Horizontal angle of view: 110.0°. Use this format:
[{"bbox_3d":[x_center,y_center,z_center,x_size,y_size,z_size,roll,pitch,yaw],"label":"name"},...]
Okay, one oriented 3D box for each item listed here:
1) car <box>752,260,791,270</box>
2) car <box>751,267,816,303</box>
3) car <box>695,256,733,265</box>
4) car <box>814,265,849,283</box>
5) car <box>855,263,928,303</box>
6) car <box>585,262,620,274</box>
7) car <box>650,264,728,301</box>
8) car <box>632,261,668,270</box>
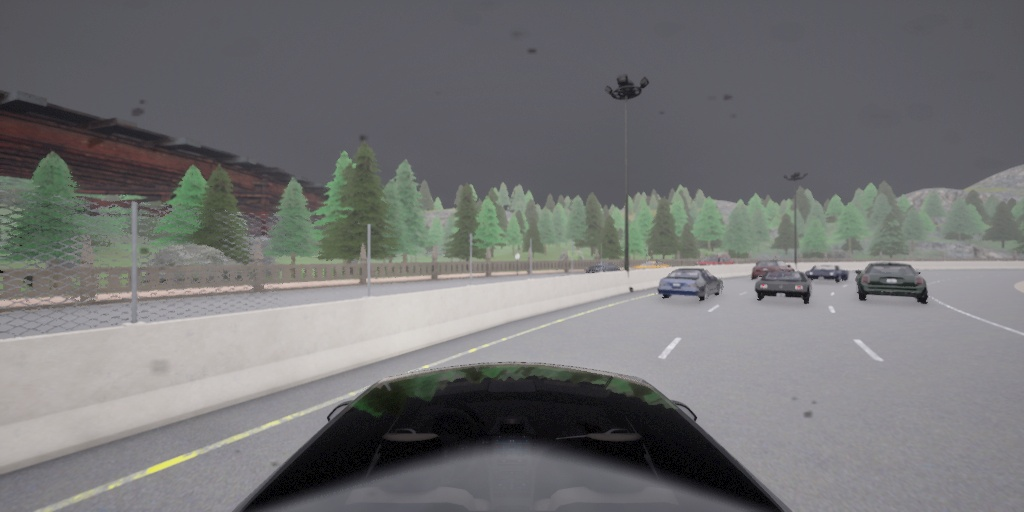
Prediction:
[{"bbox_3d":[22.173,1.120,30.387,4.553,1.767,2.097,0,0,-39],"label":"car"},{"bbox_3d":[12.851,1.357,16.834,1.895,1.301,4.718,0,0,41],"label":"car"},{"bbox_3d":[22.341,0.993,39.606,5.566,2.045,2.150,0,0,-35],"label":"car"},{"bbox_3d":[24.827,1.357,28.113,4.718,1.301,1.895,0,0,-38],"label":"car"},{"bbox_3d":[17.757,1.099,16.952,2.097,1.767,4.553,0,0,43],"label":"car"},{"bbox_3d":[9.741,1.370,38.499,4.181,1.385,1.994,0,0,-41],"label":"car"},{"bbox_3d":[8.815,1.313,17.548,2.033,1.411,5.357,0,0,41],"label":"car"},{"bbox_3d":[14.663,1.273,38.083,5.008,1.535,1.882,0,0,-39],"label":"car"}]
